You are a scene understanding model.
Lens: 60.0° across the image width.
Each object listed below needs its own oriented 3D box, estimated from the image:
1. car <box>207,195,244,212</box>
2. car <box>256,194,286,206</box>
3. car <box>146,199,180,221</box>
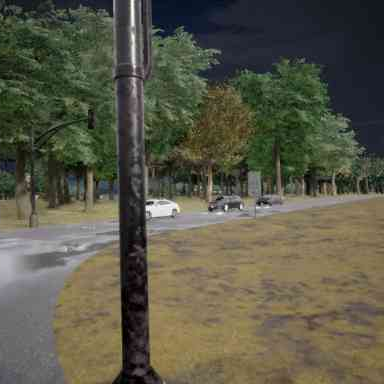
[{"bbox_3d":[3.343,1.087,32.545,1.837,1.490,4.892,-3,-1,37],"label":"car"},{"bbox_3d":[9.755,0.970,40.956,2.033,1.411,5.357,-3,-1,37],"label":"car"},{"bbox_3d":[-2.790,1.268,24.477,1.812,1.442,4.674,-3,-1,37],"label":"car"}]
